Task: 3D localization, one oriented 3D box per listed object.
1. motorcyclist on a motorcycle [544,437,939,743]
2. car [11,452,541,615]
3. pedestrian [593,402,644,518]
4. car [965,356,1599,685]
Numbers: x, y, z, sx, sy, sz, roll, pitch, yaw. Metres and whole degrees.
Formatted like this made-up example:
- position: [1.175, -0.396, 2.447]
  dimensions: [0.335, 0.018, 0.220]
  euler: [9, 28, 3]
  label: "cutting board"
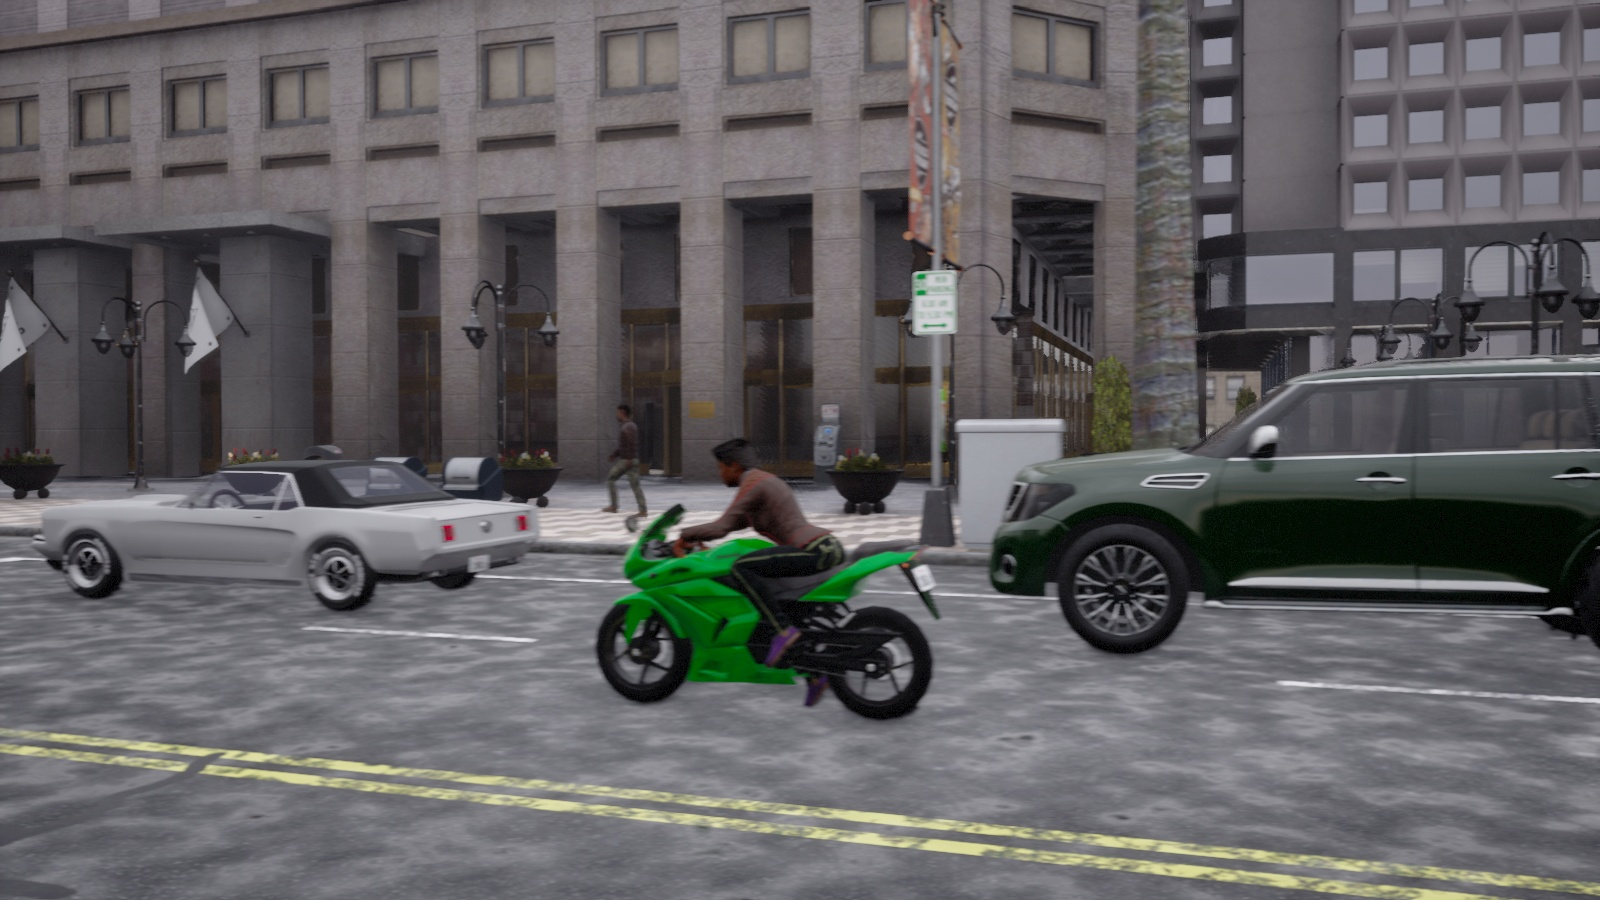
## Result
- position: [-0.321, 0.695, 6.993]
  dimensions: [2.044, 1.523, 0.797]
  euler: [1, 1, 19]
  label: "motorcyclist on a motorcycle"
- position: [-5.095, 0.711, 12.280]
  dimensions: [4.718, 1.301, 1.895]
  euler: [1, 1, 19]
  label: "car"
- position: [-2.896, 0.151, 20.076]
  dimensions: [0.703, 1.840, 0.431]
  euler: [0, 1, 8]
  label: "pedestrian"
- position: [4.168, 0.414, 9.177]
  dimensions: [5.566, 2.045, 2.150]
  euler: [1, 1, 18]
  label: "car"
